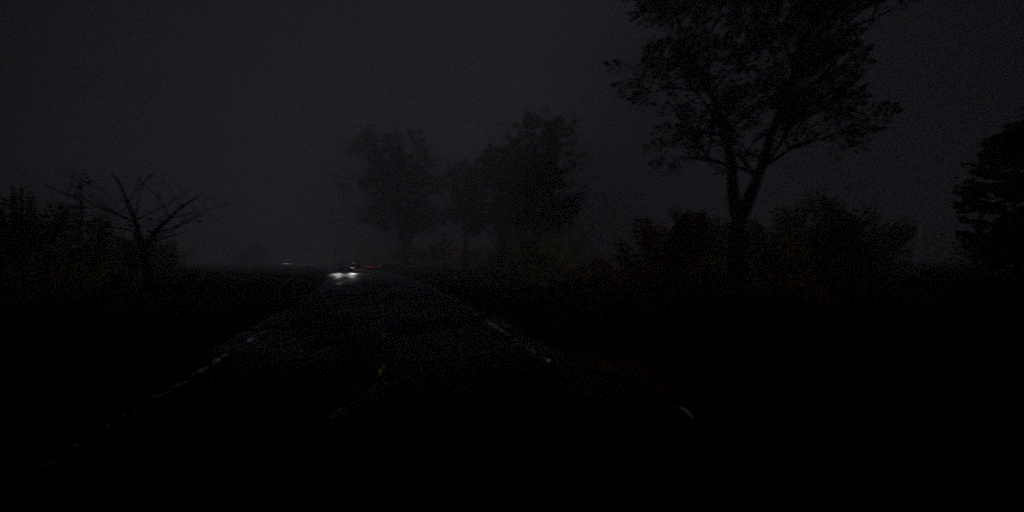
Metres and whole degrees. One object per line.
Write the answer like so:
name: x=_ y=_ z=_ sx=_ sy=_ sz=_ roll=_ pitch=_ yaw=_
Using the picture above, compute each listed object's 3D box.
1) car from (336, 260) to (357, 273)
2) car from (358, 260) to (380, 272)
car: x=-20.819 y=1.338 z=44.778 sx=1.837 sy=1.490 sz=4.892 roll=0 pitch=0 yaw=-28
car: x=-18.678 y=1.387 z=47.469 sx=2.033 sy=1.411 sz=5.357 roll=0 pitch=0 yaw=-29
